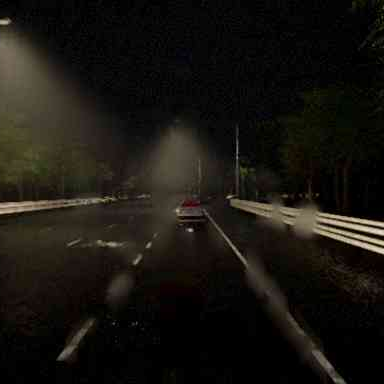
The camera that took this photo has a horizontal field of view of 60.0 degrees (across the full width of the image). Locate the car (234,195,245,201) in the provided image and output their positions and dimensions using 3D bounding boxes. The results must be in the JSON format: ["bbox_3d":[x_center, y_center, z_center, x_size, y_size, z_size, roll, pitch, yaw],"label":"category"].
[{"bbox_3d":[11.322,1.503,80.505,2.033,1.411,5.357,0,0,31],"label":"car"}]

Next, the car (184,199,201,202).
[{"bbox_3d":[-0.163,1.512,38.024,1.882,1.535,5.008,0,0,1],"label":"car"}]

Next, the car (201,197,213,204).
[{"bbox_3d":[2.288,1.579,57.819,1.994,1.385,4.181,0,0,14],"label":"car"}]

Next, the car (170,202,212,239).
[{"bbox_3d":[-0.099,1.499,17.244,2.128,1.511,4.902,0,0,0],"label":"car"}]
